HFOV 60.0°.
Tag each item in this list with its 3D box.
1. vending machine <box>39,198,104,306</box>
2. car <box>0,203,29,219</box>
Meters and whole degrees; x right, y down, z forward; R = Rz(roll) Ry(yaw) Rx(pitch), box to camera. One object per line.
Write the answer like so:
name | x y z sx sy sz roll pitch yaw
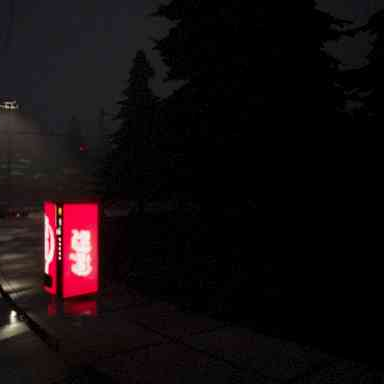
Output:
vending machine | -2.607 1.195 7.209 1.100 2.100 0.880 0 0 -39
car | -16.169 1.614 29.094 4.718 1.301 1.895 0 0 41
